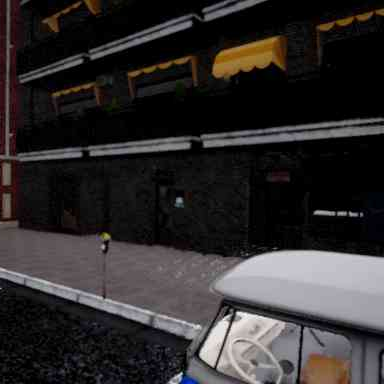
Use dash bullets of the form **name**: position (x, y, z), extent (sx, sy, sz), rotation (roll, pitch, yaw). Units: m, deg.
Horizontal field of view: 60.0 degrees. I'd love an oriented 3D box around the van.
- **van**: position (1.730, 1.345, 1.629), extent (3.998, 1.788, 1.690), rotation (0, 1, 35)
